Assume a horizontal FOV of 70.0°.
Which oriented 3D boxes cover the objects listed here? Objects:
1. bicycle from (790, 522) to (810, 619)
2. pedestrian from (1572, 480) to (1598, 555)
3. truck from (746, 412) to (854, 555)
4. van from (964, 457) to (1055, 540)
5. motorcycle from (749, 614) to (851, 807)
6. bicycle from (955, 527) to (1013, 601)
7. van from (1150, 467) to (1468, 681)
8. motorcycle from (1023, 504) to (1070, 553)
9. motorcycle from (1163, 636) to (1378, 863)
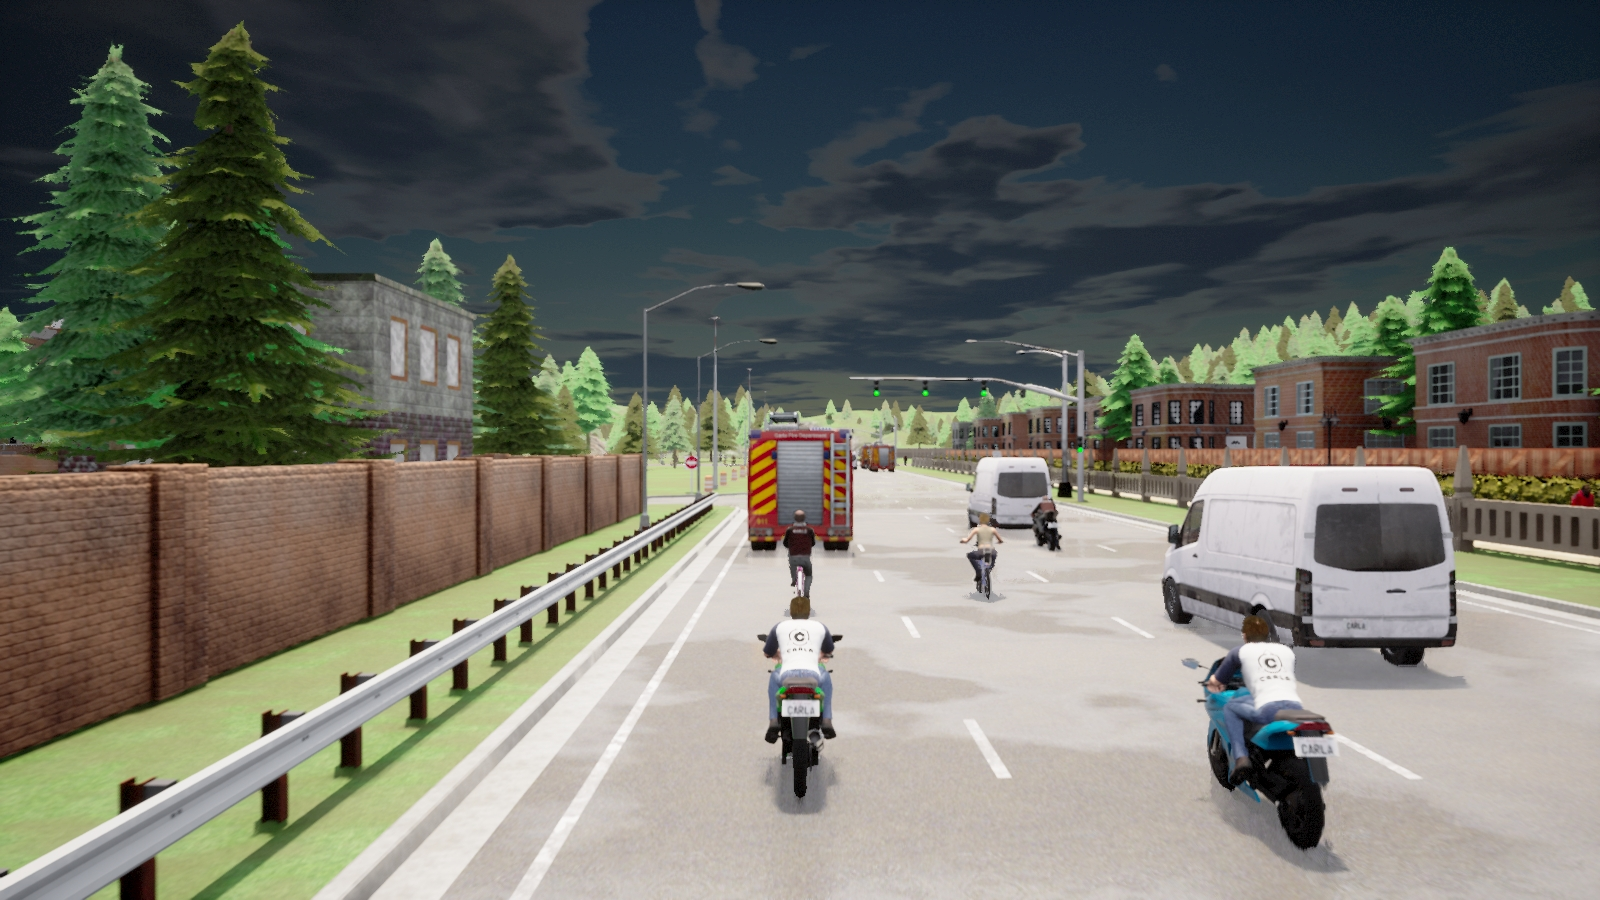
[{"bbox_3d":[-0.007,2.059,19.910,0.329,1.471,1.835,0,0,0],"label":"bicycle"},{"bbox_3d":[19.738,1.700,28.731,0.375,1.860,0.375,0,0,-4],"label":"pedestrian"},{"bbox_3d":[-0.005,0.889,34.833,2.891,3.827,8.468,0,0,0],"label":"truck"},{"bbox_3d":[6.996,1.533,38.809,1.988,2.561,5.915,0,0,0],"label":"van"},{"bbox_3d":[0.000,2.187,9.951,0.803,1.199,2.033,0,1,0],"label":"motorcycle"},{"bbox_3d":[3.500,2.157,21.845,0.859,1.277,1.487,0,0,0],"label":"bicycle"},{"bbox_3d":[6.994,1.529,16.627,1.988,2.561,5.915,0,-1,0],"label":"van"},{"bbox_3d":[7.000,2.203,32.525,0.867,1.251,2.209,0,0,0],"label":"motorcycle"},{"bbox_3d":[3.502,2.185,8.731,0.803,1.199,2.033,0,0,0],"label":"motorcycle"}]
